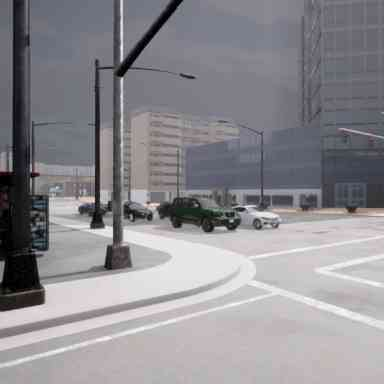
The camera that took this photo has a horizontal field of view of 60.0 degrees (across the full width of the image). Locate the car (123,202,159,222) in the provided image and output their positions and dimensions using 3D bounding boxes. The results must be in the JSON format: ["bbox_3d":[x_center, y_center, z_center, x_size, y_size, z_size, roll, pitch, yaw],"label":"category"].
[{"bbox_3d":[-5.165,1.741,29.264,1.837,1.490,4.892,0,-1,-36],"label":"car"}]

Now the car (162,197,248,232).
[{"bbox_3d":[0.641,1.335,21.264,2.150,2.045,5.566,0,-1,-36],"label":"car"}]

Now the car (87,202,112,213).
[{"bbox_3d":[-12.734,2.060,45.719,1.994,1.385,4.181,0,-1,-35],"label":"car"}]

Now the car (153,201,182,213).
[{"bbox_3d":[-3.340,1.970,44.960,1.994,1.385,4.181,0,-1,-36],"label":"car"}]

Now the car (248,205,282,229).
[{"bbox_3d":[3.908,1.635,22.695,1.812,1.442,4.674,0,-1,-35],"label":"car"}]

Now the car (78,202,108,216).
[{"bbox_3d":[-11.411,1.939,37.880,2.033,1.411,5.357,0,-1,-36],"label":"car"}]

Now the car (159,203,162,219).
[{"bbox_3d":[-1.391,1.740,30.083,1.812,1.442,4.674,0,-1,-36],"label":"car"}]

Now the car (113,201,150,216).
[{"bbox_3d":[-6.903,1.841,37.626,2.128,1.511,4.902,0,-1,-36],"label":"car"}]
